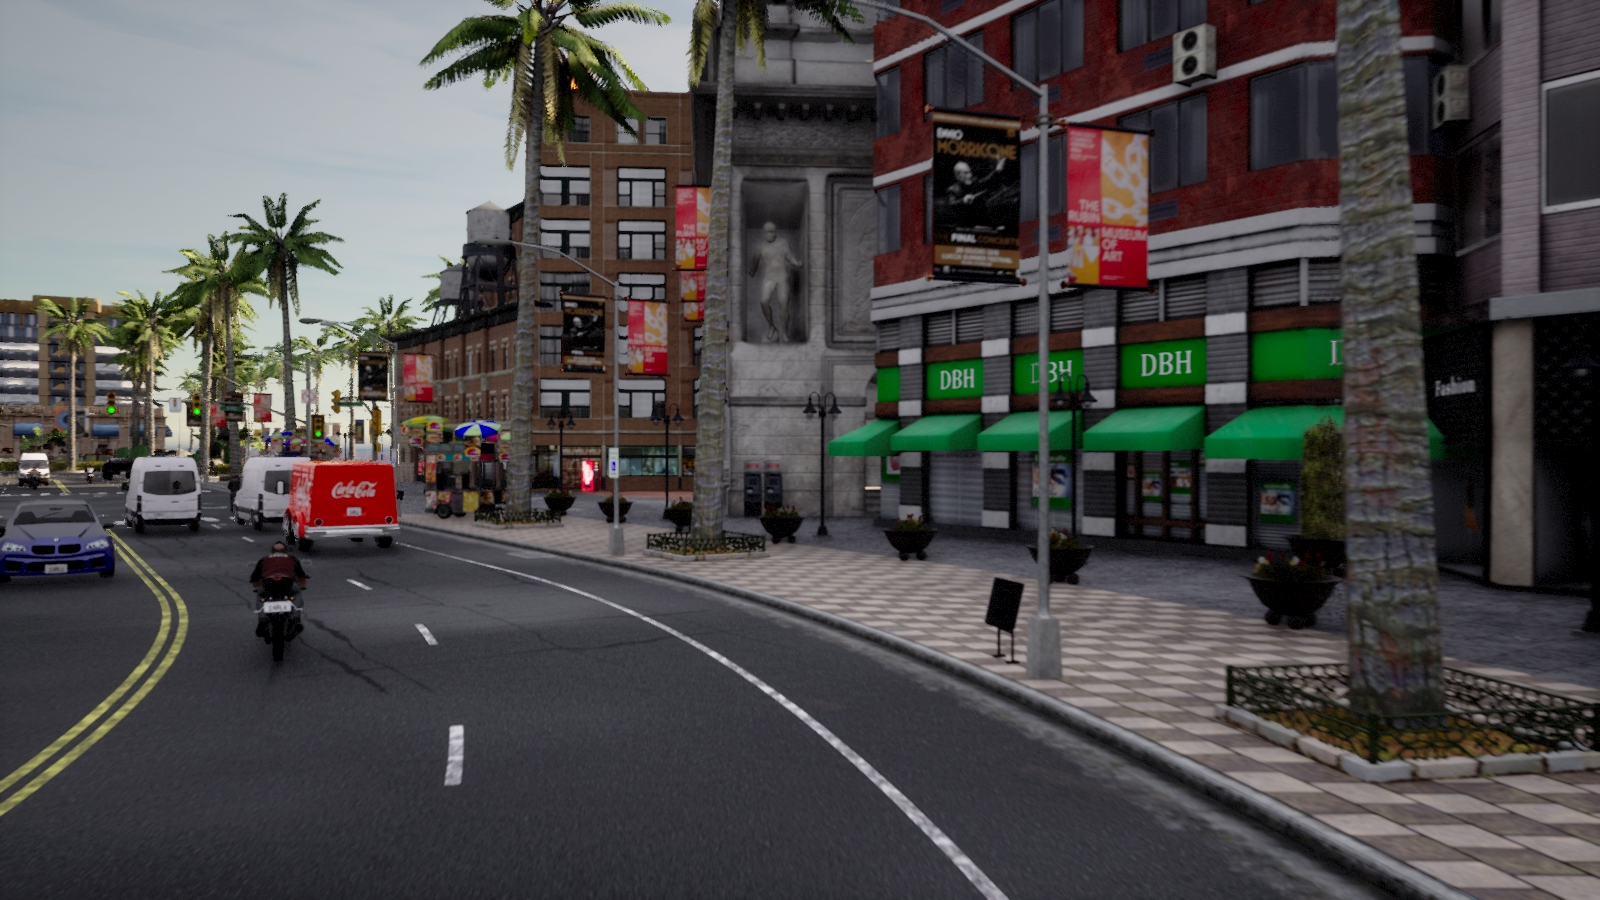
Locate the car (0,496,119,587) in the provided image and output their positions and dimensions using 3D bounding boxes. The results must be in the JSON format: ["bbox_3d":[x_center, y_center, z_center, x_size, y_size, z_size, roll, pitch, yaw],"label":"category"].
[{"bbox_3d":[-16.836,1.972,25.823,2.242,1.667,4.611,0,0,-34],"label":"car"}]

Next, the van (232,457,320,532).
[{"bbox_3d":[-19.368,1.539,42.079,1.988,2.561,5.915,0,0,-34],"label":"van"}]

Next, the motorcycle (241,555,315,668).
[{"bbox_3d":[-7.299,2.207,16.044,0.867,1.251,2.209,-1,0,-23],"label":"motorcycle"}]

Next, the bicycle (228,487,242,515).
[{"bbox_3d":[-24.656,2.217,49.853,0.329,1.171,1.835,0,0,-34],"label":"bicycle"}]

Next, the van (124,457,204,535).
[{"bbox_3d":[-22.838,1.540,40.905,1.988,2.561,5.915,0,0,-34],"label":"van"}]

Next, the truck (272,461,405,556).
[{"bbox_3d":[-13.524,1.572,33.257,2.627,2.467,5.204,0,0,-33],"label":"truck"}]
